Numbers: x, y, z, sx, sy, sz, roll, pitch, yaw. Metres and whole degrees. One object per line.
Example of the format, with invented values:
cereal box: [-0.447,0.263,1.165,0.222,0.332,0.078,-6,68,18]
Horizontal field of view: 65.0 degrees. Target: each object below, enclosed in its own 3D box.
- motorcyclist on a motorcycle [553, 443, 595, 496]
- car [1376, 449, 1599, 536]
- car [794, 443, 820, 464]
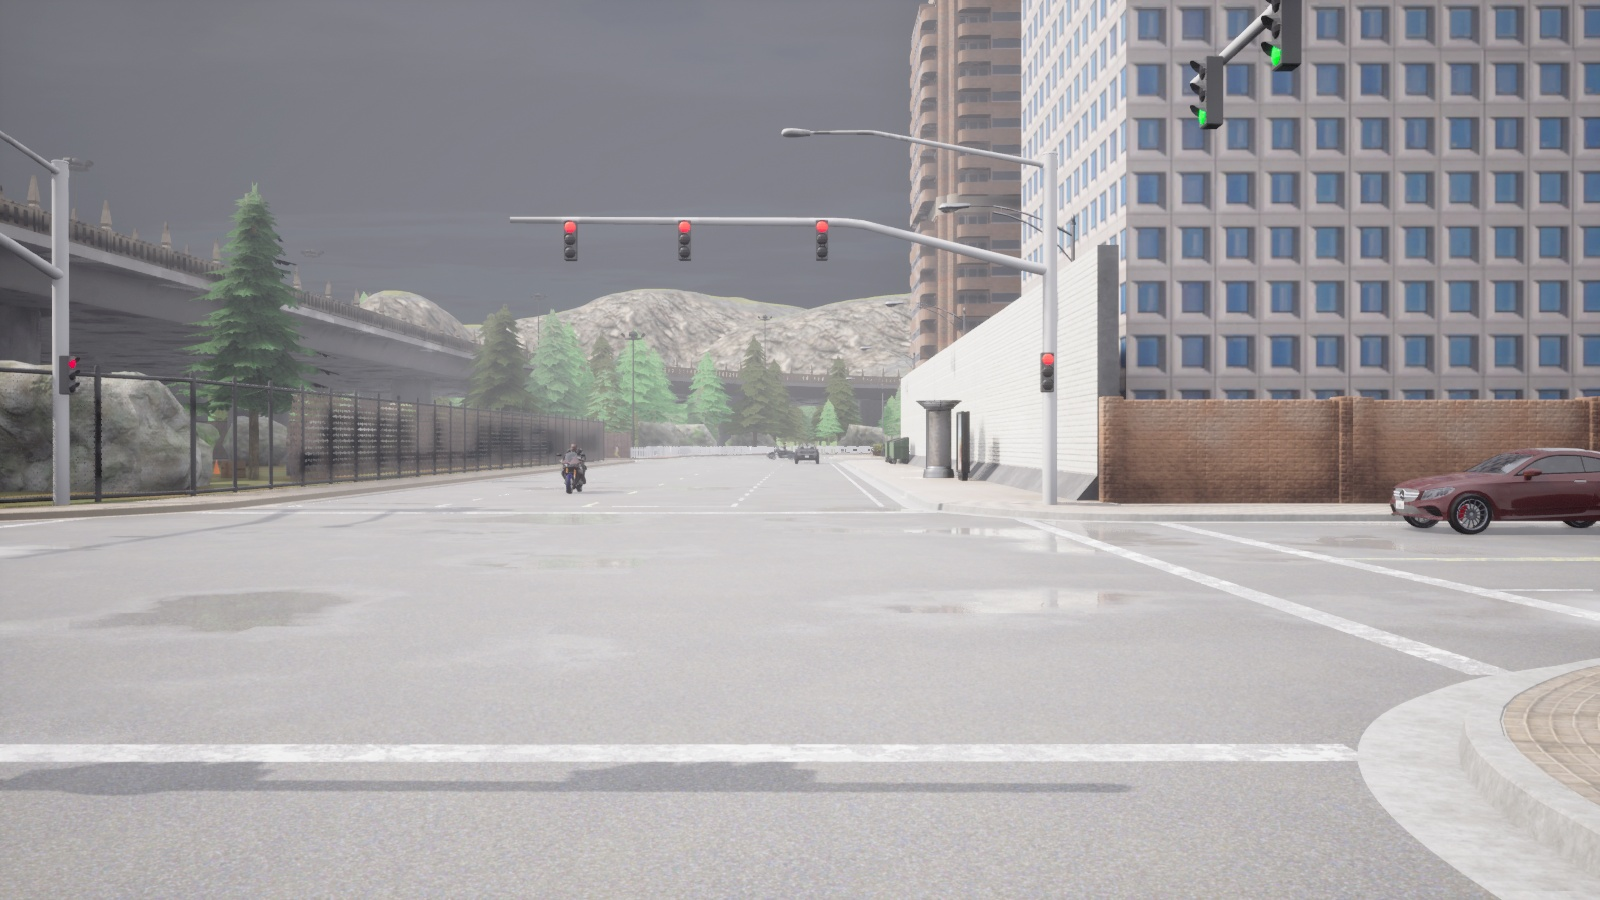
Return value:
motorcyclist on a motorcycle: [-6.779,0.563,37.779,0.866,1.530,2.191,0,0,0]
car: [12.785,0.714,21.879,4.674,1.442,1.812,0,0,0]
car: [0.509,0.249,90.664,1.816,1.474,4.193,0,0,0]
